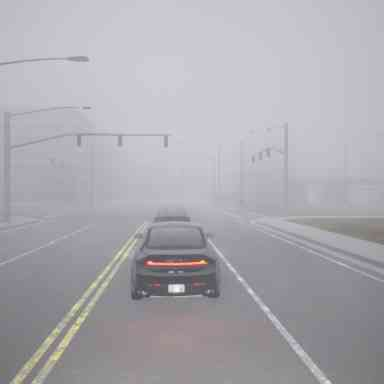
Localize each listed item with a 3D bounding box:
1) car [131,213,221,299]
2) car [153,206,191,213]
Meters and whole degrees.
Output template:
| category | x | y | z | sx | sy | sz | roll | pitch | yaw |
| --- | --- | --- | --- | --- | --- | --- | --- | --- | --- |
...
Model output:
| category | x | y | z | sx | sy | sz | roll | pitch | yaw |
| --- | --- | --- | --- | --- | --- | --- | --- | --- | --- |
| car | -0.438 | 1.504 | 8.458 | 1.837 | 1.490 | 4.892 | 0 | 0 | -4 |
| car | -1.072 | 1.476 | 17.930 | 1.882 | 1.535 | 5.008 | 0 | 0 | -4 |
